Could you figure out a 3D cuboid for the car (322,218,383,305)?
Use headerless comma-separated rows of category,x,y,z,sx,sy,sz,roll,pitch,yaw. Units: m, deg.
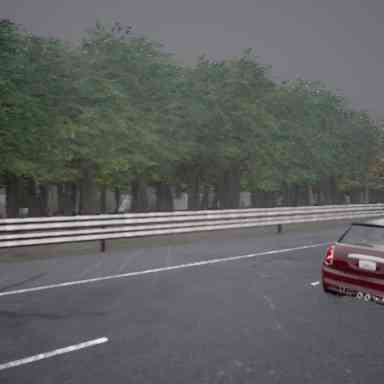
car,4.894,1.352,7.231,4.553,1.767,2.097,1,0,-35

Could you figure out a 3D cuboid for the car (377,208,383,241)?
car,11.204,1.510,16.033,4.902,1.511,2.128,0,0,-35
